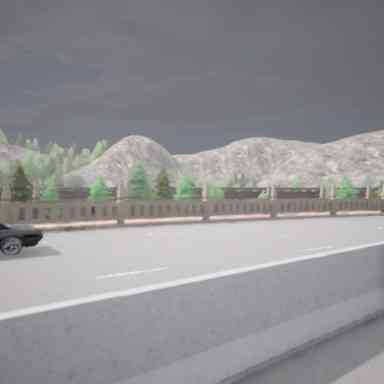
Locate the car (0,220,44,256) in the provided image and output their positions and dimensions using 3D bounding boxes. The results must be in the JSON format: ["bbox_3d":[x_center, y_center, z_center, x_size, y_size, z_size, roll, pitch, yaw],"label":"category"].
[{"bbox_3d":[-7.722,1.537,11.244,4.718,1.301,1.895,0,0,-34],"label":"car"}]
